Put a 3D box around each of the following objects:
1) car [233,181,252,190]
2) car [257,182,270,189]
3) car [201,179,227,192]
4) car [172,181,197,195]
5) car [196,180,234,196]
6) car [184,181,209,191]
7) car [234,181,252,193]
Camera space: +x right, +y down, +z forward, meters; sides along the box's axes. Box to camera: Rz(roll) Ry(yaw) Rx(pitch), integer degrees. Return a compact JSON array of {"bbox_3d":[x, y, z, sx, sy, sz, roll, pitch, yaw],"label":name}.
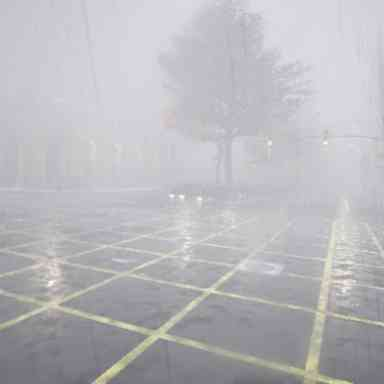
[{"bbox_3d":[9.042,-1.221,59.429,2.128,1.511,4.902,4,3,24],"label":"car"},{"bbox_3d":[12.821,-1.056,59.300,2.128,1.511,4.902,4,3,24],"label":"car"},{"bbox_3d":[3.202,-0.951,46.718,2.097,1.767,4.553,4,3,24],"label":"car"},{"bbox_3d":[-0.692,-0.462,38.200,1.994,1.385,4.181,4,3,24],"label":"car"},{"bbox_3d":[2.647,-0.351,37.092,1.882,1.535,5.008,4,3,24],"label":"car"},{"bbox_3d":[0.787,-0.931,49.086,1.895,1.301,4.718,4,3,24],"label":"car"},{"bbox_3d":[6.904,-0.532,46.451,1.895,1.301,4.718,4,3,25],"label":"car"}]
